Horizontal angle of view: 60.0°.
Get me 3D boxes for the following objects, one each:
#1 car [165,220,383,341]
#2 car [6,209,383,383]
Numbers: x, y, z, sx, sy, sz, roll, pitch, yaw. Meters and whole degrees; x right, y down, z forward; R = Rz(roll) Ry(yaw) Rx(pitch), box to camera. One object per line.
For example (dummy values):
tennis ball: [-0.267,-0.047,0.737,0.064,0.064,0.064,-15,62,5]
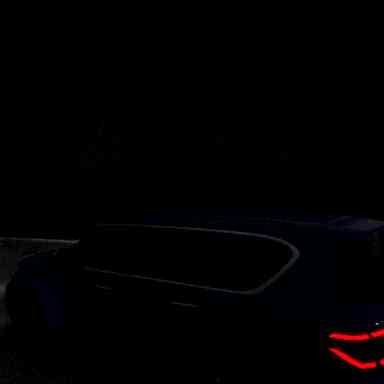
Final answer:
car: [1.959,1.538,7.168,4.902,1.511,2.128,-1,-1,37]
car: [-0.272,1.257,4.412,5.566,2.045,2.150,-1,0,37]
